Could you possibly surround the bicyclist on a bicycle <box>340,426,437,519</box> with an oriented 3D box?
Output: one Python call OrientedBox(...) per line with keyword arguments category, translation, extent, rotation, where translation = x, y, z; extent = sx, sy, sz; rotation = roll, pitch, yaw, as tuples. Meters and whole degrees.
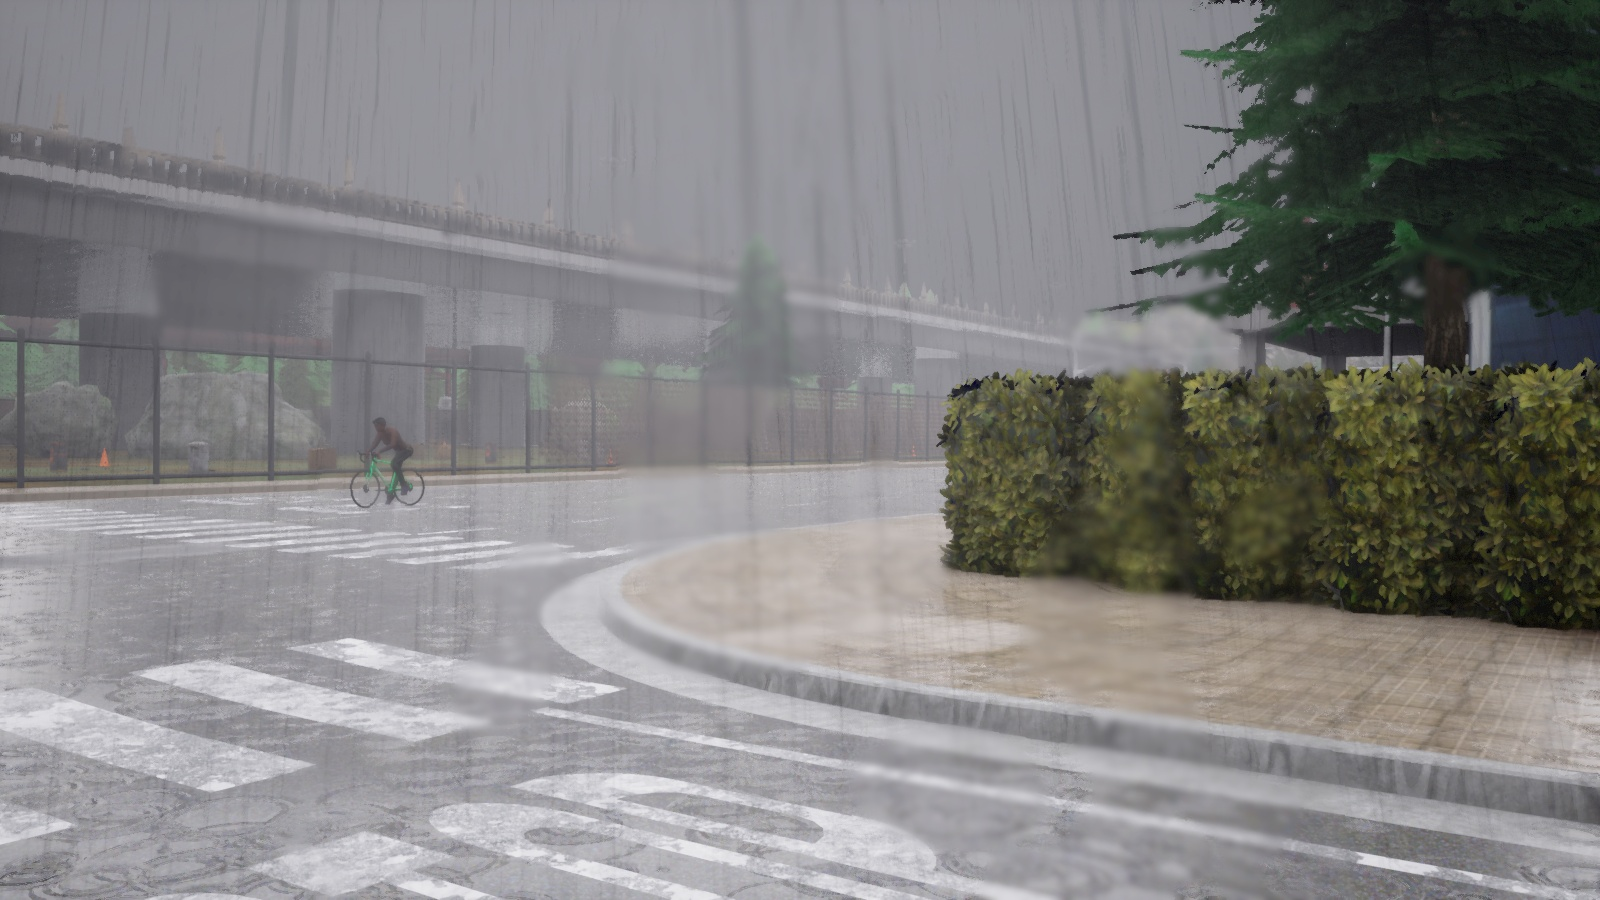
OrientedBox(category="bicyclist on a bicycle", translation=(-7.515, 0.383, 22.973), extent=(0.582, 1.620, 1.656), rotation=(0, 1, 33))
